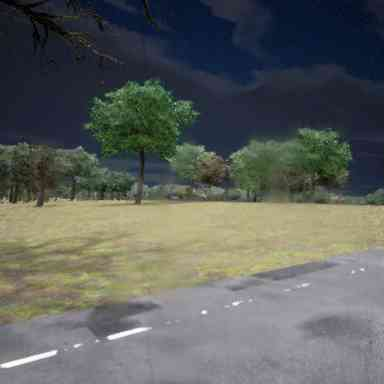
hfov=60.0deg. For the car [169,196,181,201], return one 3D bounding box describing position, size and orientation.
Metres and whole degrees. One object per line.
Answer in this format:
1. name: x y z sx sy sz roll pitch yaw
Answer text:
1. car: -4.427 1.811 88.792 1.994 1.385 4.181 3 -2 -27
